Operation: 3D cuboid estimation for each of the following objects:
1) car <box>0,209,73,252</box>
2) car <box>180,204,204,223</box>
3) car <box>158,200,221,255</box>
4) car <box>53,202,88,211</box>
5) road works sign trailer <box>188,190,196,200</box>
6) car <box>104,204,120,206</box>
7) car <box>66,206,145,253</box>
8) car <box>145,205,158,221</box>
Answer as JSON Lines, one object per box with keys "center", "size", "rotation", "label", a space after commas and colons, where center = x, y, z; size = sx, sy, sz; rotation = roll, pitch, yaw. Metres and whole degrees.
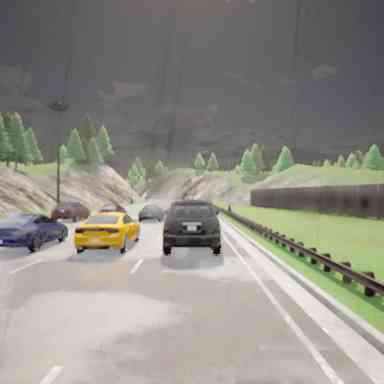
{"center": [-6.997, 1.664, 14.378], "size": [1.812, 1.442, 4.674], "rotation": [0, 0, 0], "label": "car"}
{"center": [0.002, 1.844, 29.313], "size": [1.994, 1.385, 4.181], "rotation": [0, 0, 0], "label": "car"}
{"center": [0.000, 1.351, 14.022], "size": [2.150, 2.045, 5.566], "rotation": [0, 0, 0], "label": "car"}
{"center": [-10.500, 1.628, 29.084], "size": [2.097, 1.767, 4.553], "rotation": [0, -1, 0], "label": "car"}
{"center": [-0.067, 1.353, 93.576], "size": [2.380, 3.560, 2.880], "rotation": [0, -1, 0], "label": "road works sign trailer"}
{"center": [-6.997, 1.806, 29.379], "size": [1.812, 1.442, 4.674], "rotation": [0, 0, 0], "label": "car"}
{"center": [-3.496, 1.617, 14.476], "size": [1.882, 1.535, 5.008], "rotation": [0, 0, 0], "label": "car"}
{"center": [-3.498, 1.843, 29.277], "size": [1.994, 1.385, 4.181], "rotation": [0, 0, 0], "label": "car"}
